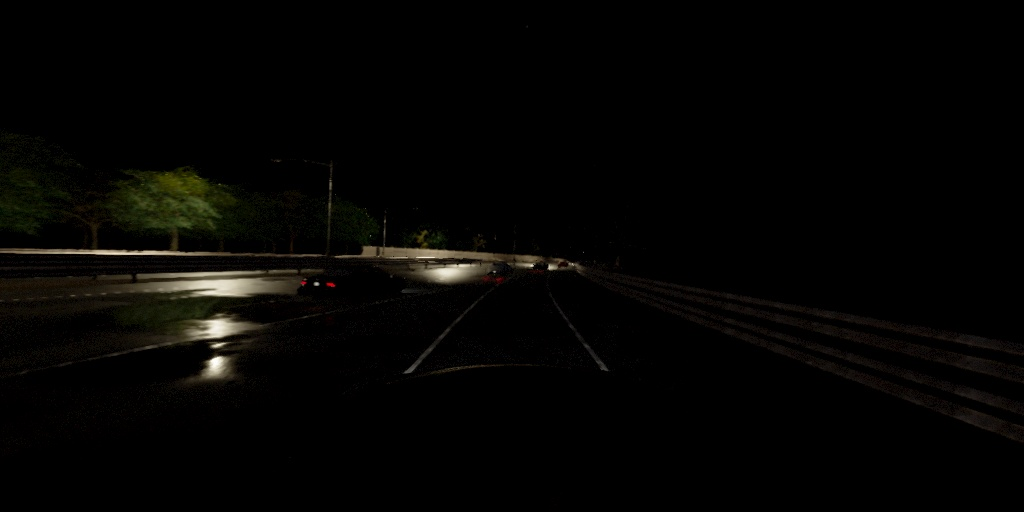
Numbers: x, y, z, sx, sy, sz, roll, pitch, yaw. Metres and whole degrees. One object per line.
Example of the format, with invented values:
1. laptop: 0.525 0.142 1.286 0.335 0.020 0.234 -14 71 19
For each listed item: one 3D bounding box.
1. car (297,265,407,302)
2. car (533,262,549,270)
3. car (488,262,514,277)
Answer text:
1. car: -6.752 1.127 15.895 2.033 1.411 5.357 2 0 14
2. car: 4.957 1.684 60.006 1.895 1.301 4.718 2 0 16
3. car: -1.144 1.356 37.944 1.812 1.442 4.674 2 0 15
